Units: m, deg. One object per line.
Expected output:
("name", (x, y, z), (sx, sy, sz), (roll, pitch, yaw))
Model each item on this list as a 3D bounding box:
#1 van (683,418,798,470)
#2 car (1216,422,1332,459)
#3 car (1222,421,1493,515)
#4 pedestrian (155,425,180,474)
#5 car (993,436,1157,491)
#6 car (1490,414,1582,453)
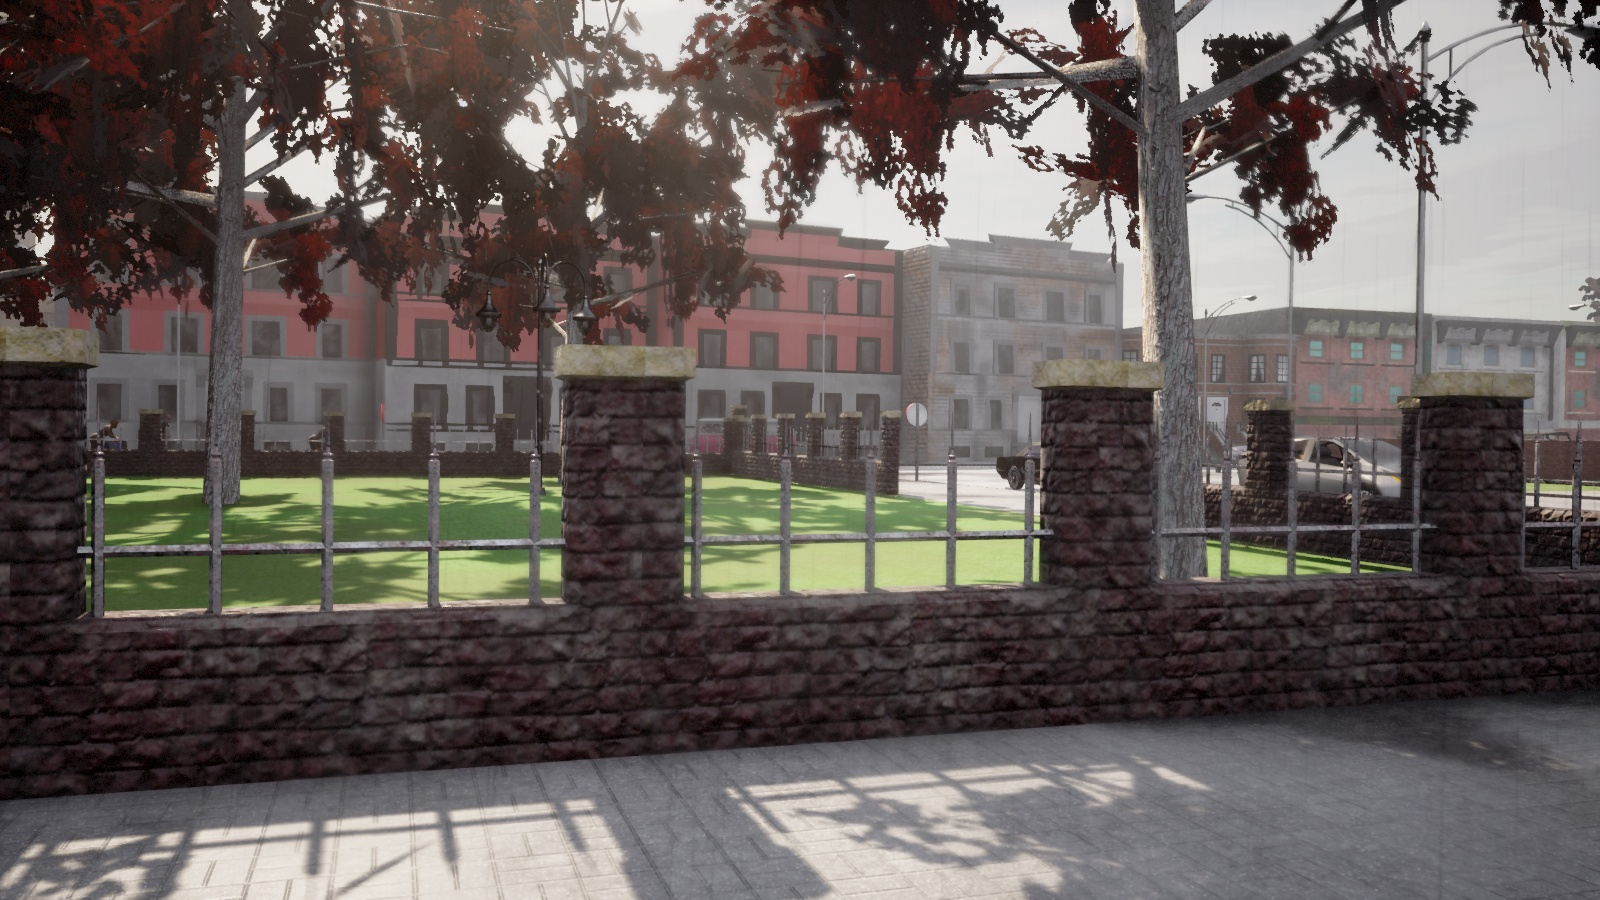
("van", (-2.340, -0.237, 49.950), (4.442, 1.987, 1.775), (-1, 1, 1))
("car", (22.012, -0.459, 58.345), (4.856, 1.649, 2.033), (-1, 1, -18))
("car", (10.067, 0.260, 23.108), (2.007, 1.525, 4.514), (-1, 1, -20))
("pedestrian", (-24.490, -0.019, 48.626), (0.720, 1.854, 0.376), (-1, 1, -8))
("car", (6.994, 0.294, 32.525), (1.895, 1.301, 4.718), (-1, 1, -20))
("car", (37.030, -0.833, 63.190), (3.866, 1.878, 1.905), (-1, 1, -18))
